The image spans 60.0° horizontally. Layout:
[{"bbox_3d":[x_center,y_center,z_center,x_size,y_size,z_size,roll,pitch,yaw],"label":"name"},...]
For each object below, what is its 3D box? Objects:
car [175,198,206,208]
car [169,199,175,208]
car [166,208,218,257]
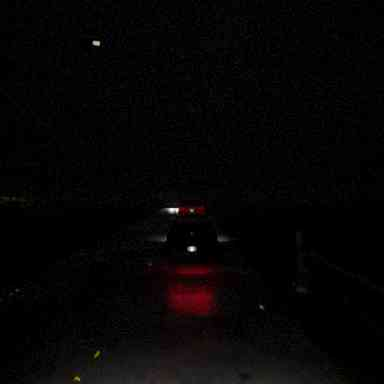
[{"bbox_3d":[-0.005,1.484,27.595,2.150,2.045,5.566,0,0,0],"label":"car"},{"bbox_3d":[-2.850,1.965,57.269,2.128,1.511,4.902,0,-1,0],"label":"car"},{"bbox_3d":[0.011,1.646,13.516,1.837,1.490,4.892,0,0,0],"label":"car"}]
